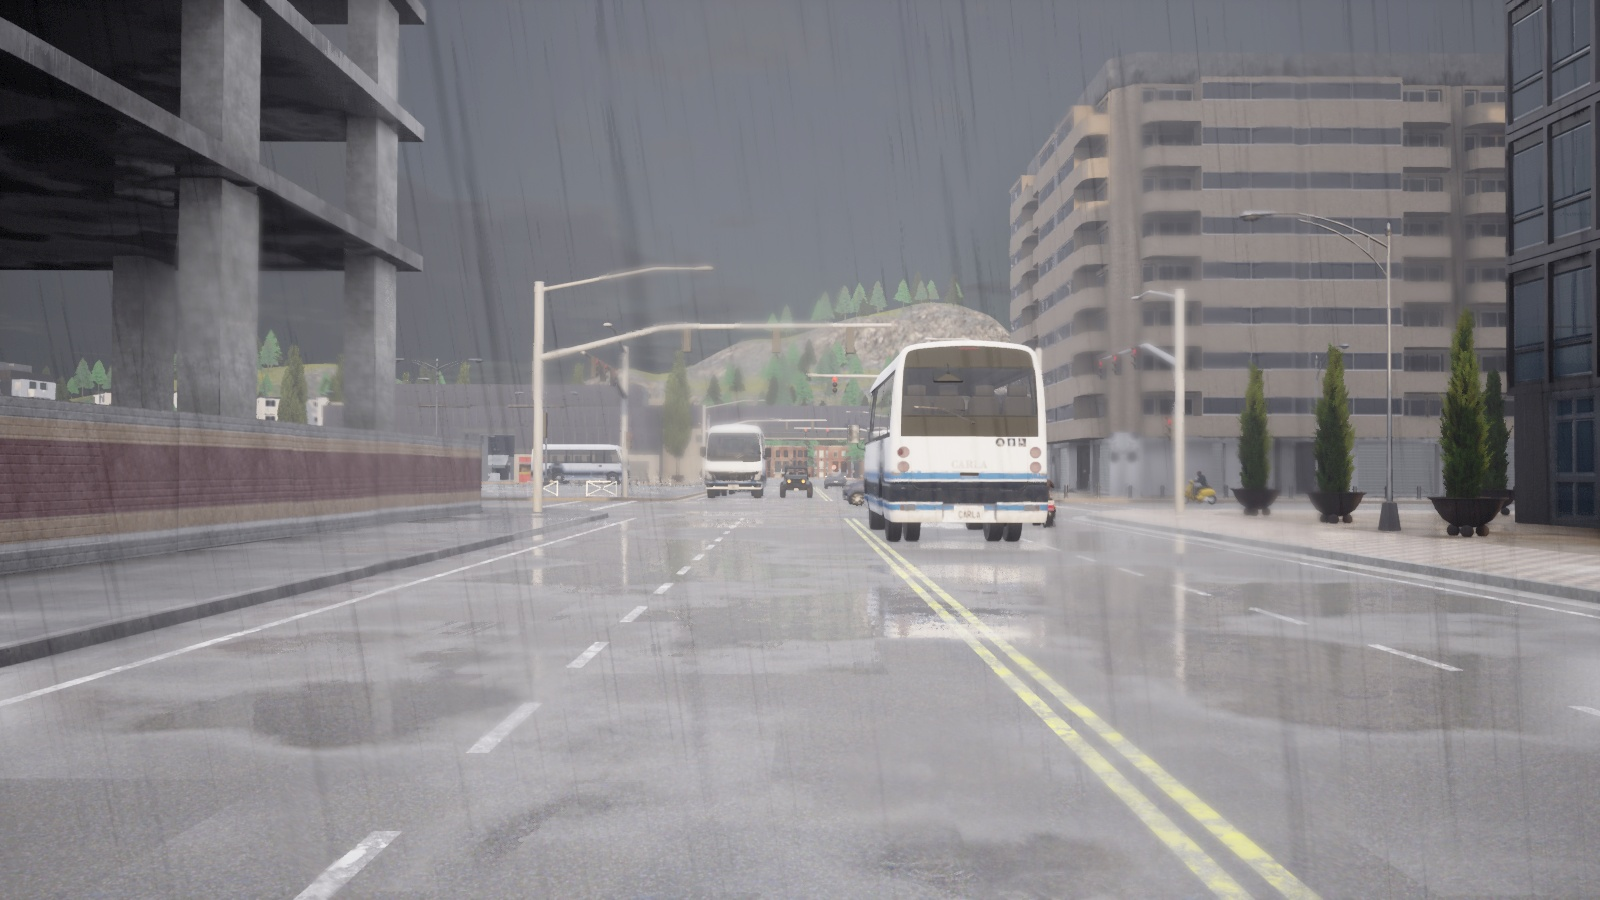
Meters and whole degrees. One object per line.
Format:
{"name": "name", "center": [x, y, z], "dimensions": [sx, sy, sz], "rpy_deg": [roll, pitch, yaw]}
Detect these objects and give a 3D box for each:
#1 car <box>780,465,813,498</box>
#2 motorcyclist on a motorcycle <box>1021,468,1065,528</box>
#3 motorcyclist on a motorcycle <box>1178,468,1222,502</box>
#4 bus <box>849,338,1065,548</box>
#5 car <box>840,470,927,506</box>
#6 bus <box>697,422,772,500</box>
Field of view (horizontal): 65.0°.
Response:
{"name": "car", "center": [-0.204, 1.853, 74.108], "dimensions": [1.905, 1.878, 3.866], "rpy_deg": [0, -1, 0]}
{"name": "motorcyclist on a motorcycle", "center": [6.902, 1.336, 35.735], "dimensions": [0.766, 1.649, 2.350], "rpy_deg": [0, -1, 0]}
{"name": "motorcyclist on a motorcycle", "center": [18.928, 1.633, 59.455], "dimensions": [1.817, 1.590, 0.866], "rpy_deg": [0, -1, -1]}
{"name": "bus", "center": [3.410, -0.060, 30.769], "dimensions": [3.944, 4.253, 10.273], "rpy_deg": [0, -1, 0]}
{"name": "car", "center": [3.662, 1.682, 55.687], "dimensions": [3.705, 1.549, 1.789], "rpy_deg": [0, -1, -1]}
{"name": "bus", "center": [-3.709, 0.698, 74.342], "dimensions": [3.944, 4.253, 10.273], "rpy_deg": [0, -1, 0]}
